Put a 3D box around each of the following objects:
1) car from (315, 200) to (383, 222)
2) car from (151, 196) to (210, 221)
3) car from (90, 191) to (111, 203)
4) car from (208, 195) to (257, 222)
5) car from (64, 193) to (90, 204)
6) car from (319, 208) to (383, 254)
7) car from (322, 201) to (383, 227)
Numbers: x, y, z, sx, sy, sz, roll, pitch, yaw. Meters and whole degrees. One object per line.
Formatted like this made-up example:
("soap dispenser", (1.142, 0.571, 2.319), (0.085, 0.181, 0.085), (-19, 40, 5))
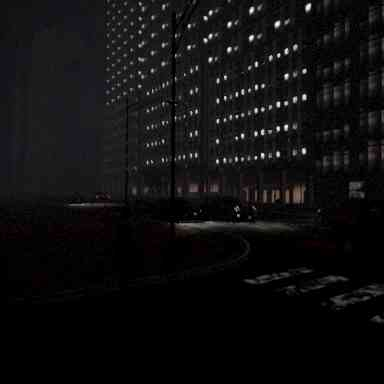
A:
("car", (9.595, 1.228, 19.547), (2.097, 1.767, 4.553), (0, 1, -35))
("car", (-1.174, 1.156, 23.288), (1.837, 1.490, 4.892), (1, 0, -35))
("car", (-12.888, 0.627, 45.836), (2.097, 1.767, 4.553), (1, 1, -34))
("car", (2.512, 1.064, 23.689), (2.097, 1.767, 4.553), (1, 1, -35))
("car", (-15.315, 0.815, 43.625), (1.994, 1.385, 4.181), (1, 0, -35))
("car", (7.155, 1.509, 11.338), (1.837, 1.490, 4.892), (0, -1, -35))
("car", (11.480, 1.403, 22.534), (1.812, 1.442, 4.674), (1, 1, -35))
